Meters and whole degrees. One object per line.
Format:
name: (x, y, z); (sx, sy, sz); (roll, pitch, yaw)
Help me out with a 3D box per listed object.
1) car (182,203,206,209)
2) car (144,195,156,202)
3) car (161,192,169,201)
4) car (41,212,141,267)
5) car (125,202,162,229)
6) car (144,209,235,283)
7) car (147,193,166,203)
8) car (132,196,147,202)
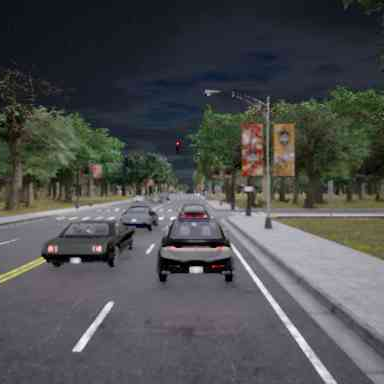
car: (0.103, 1.451, 19.772); (1.837, 1.490, 4.892); (0, 0, 0)
car: (-9.670, 1.357, 76.529); (2.128, 1.511, 4.902); (0, 0, 0)
car: (-6.420, 1.056, 76.676); (2.150, 2.045, 5.566); (0, 0, 0)
car: (-3.145, 1.568, 11.249); (1.895, 1.301, 4.718); (0, 0, 0)
car: (-3.150, 1.509, 20.171); (1.994, 1.385, 4.181); (0, 0, 0)
car: (0.100, 1.463, 9.587); (2.128, 1.511, 4.902); (0, 0, 0)
car: (-6.475, 1.350, 61.262); (2.128, 1.511, 4.902); (0, 0, 1)
car: (-9.724, 1.385, 61.178); (1.812, 1.442, 4.674); (0, 0, 1)
